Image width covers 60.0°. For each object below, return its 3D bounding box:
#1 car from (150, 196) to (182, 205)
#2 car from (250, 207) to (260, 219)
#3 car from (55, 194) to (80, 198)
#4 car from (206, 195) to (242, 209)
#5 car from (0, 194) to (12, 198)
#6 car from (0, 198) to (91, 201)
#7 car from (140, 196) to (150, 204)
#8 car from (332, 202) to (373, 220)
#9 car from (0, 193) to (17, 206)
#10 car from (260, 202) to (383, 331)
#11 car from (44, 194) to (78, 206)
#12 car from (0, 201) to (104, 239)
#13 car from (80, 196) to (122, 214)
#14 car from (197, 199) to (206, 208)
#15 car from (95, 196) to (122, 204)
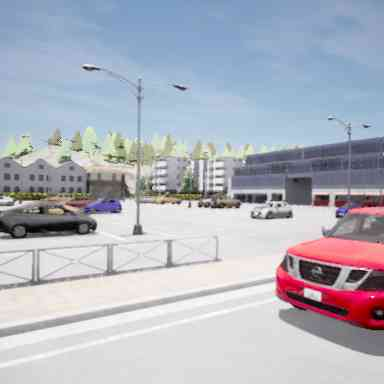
[{"bbox_3d":[-4.279,1.468,59.079,5.027,1.636,2.152,1,0,-33],"label":"car"},{"bbox_3d":[6.940,1.629,28.994,3.806,1.475,1.970,1,0,-33],"label":"car"},{"bbox_3d":[-14.283,1.403,41.354,4.514,1.523,2.007,1,0,-33],"label":"car"},{"bbox_3d":[4.689,1.424,46.186,4.605,1.855,1.932,1,0,-33],"label":"car"},{"bbox_3d":[-27.595,1.369,47.466,3.806,1.475,1.970,1,0,-33],"label":"car"},{"bbox_3d":[-8.737,1.355,18.866,5.027,1.636,2.152,1,0,-33],"label":"car"},{"bbox_3d":[-8.074,1.540,64.264,3.806,1.475,1.970,1,0,-33],"label":"car"},{"bbox_3d":[14.778,1.708,30.579,3.633,1.501,1.845,1,0,-33],"label":"car"},{"bbox_3d":[-28.907,1.090,50.582,3.866,1.878,1.905,1,0,-33],"label":"car"},{"bbox_3d":[4.205,1.304,6.807,5.566,2.045,2.150,1,0,-34],"label":"car"},{"bbox_3d":[-20.528,1.205,52.156,4.605,1.855,1.932,1,0,-33],"label":"car"},{"bbox_3d":[-6.971,1.366,16.273,4.514,1.523,2.007,1,0,-33],"label":"car"},{"bbox_3d":[-8.830,1.429,32.980,3.633,1.501,1.845,1,0,-33],"label":"car"},{"bbox_3d":[2.749,1.397,48.388,3.866,1.878,1.905,1,0,-33],"label":"car"},{"bbox_3d":[-15.977,1.521,63.453,4.514,1.523,2.007,1,0,-33],"label":"car"}]
